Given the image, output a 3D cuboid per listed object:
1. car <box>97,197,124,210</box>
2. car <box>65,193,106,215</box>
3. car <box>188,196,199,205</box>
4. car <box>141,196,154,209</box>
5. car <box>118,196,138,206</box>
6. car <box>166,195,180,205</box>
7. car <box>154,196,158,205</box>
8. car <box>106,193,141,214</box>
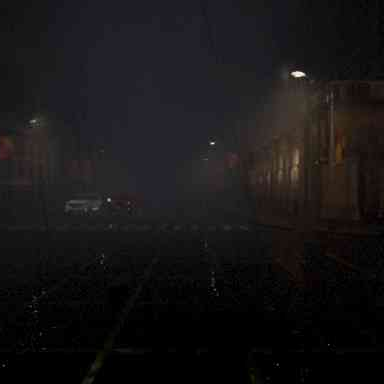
[{"bbox_3d":[-10.387,1.449,42.928,2.033,1.411,5.357,0,0,1],"label":"car"},{"bbox_3d":[-10.505,1.147,32.693,2.150,2.045,5.566,0,0,0],"label":"car"},{"bbox_3d":[0.328,1.361,56.476,2.128,1.511,4.902,0,0,1],"label":"car"},{"bbox_3d":[-6.861,1.390,44.249,2.128,1.511,4.902,0,0,1],"label":"car"},{"bbox_3d":[-10.214,1.425,53.370,2.033,1.411,5.357,0,0,1],"label":"car"},{"bbox_3d":[-3.173,1.222,56.489,2.097,1.767,4.553,0,0,1],"label":"car"},{"bbox_3d":[-6.697,1.352,54.659,1.882,1.535,5.008,0,0,1],"label":"car"},{"bbox_3d":[-7.004,1.143,34.122,2.150,2.045,5.566,0,0,-1],"label":"car"}]
